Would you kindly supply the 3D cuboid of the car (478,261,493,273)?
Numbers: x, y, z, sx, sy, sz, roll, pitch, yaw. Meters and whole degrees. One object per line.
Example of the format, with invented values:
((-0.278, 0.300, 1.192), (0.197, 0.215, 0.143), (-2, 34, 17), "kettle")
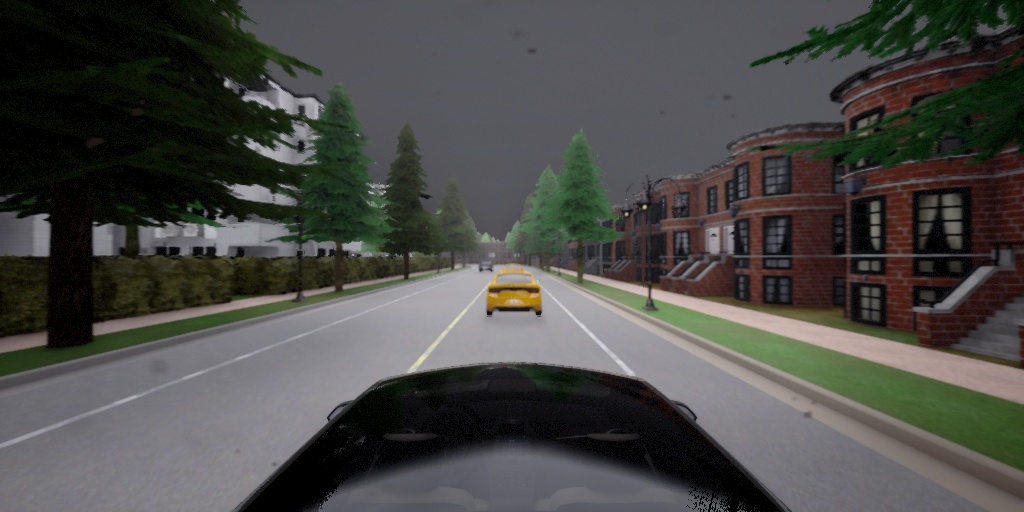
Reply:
((-3.584, 1.501, 49.883), (2.128, 1.511, 4.902), (0, 0, 0), "car")

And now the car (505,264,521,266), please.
((0.075, 1.375, 29.036), (1.882, 1.535, 5.008), (0, 0, 0), "car")

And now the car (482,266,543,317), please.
((0.075, 1.292, 13.602), (1.882, 1.535, 5.008), (0, -1, 0), "car")
